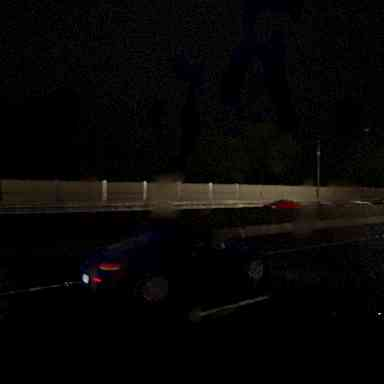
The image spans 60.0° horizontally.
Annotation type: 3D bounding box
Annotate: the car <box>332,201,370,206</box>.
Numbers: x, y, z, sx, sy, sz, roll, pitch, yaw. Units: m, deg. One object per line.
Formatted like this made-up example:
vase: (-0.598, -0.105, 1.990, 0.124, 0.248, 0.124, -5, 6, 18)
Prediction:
car: (16.208, 1.647, 32.816, 4.674, 1.442, 1.812, 0, 0, -36)

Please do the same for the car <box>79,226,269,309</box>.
car: (-0.225, 1.541, 7.895, 4.674, 1.442, 1.812, 0, 0, -36)

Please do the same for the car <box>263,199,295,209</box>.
car: (9.994, 1.588, 36.978, 5.008, 1.535, 1.882, 1, 0, -36)

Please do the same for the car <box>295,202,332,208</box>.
car: (13.447, 1.718, 35.147, 4.718, 1.301, 1.895, 0, 0, -36)
